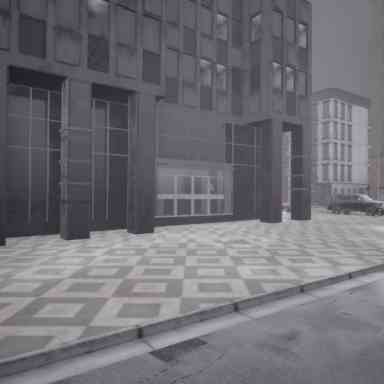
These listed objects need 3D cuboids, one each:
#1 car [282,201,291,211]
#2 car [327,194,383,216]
[{"bbox_3d":[9.966,1.497,39.988,1.812,1.442,4.674,1,0,-35],"label":"car"},{"bbox_3d":[15.792,1.190,31.868,2.150,2.045,5.566,1,-1,-36],"label":"car"}]
